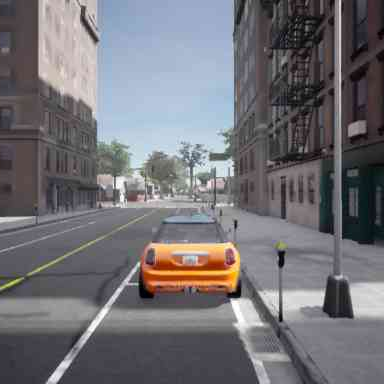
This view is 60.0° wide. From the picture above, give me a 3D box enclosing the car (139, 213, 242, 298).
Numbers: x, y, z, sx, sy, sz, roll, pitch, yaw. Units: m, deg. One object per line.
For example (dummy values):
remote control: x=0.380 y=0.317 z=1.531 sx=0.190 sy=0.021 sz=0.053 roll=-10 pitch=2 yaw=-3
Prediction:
car: x=-0.033 y=1.343 z=8.620 sx=2.097 sy=1.767 sz=4.553 roll=0 pitch=0 yaw=0
